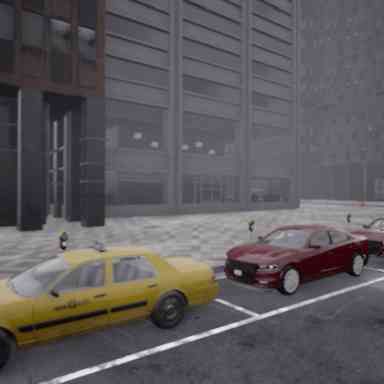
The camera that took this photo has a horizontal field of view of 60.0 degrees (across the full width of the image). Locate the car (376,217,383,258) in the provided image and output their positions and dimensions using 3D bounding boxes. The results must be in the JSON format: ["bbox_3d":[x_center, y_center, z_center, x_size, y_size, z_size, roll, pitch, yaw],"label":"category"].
[{"bbox_3d":[7.351,1.547,11.921,4.507,1.381,1.887,0,0,-36],"label":"car"}]

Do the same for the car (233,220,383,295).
[{"bbox_3d":[2.856,1.546,8.707,4.507,1.381,1.887,0,0,-36],"label":"car"}]

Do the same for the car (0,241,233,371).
[{"bbox_3d":[-1.777,1.525,5.395,4.829,1.417,1.752,0,0,-36],"label":"car"}]
